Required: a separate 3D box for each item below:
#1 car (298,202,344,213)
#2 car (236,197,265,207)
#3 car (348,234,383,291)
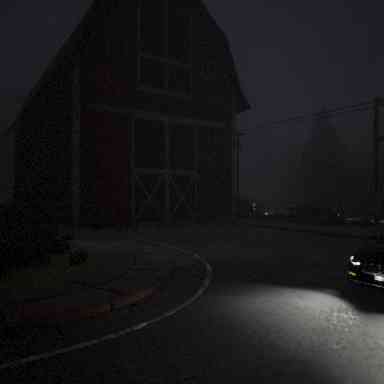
[{"bbox_3d":[11.296,1.628,30.221,1.895,1.301,4.718,0,0,-34],"label":"car"},{"bbox_3d":[6.191,1.379,37.662,2.097,1.767,4.553,0,0,-34],"label":"car"},{"bbox_3d":[5.723,1.482,8.067,4.892,1.490,1.837,0,0,-35],"label":"car"}]
